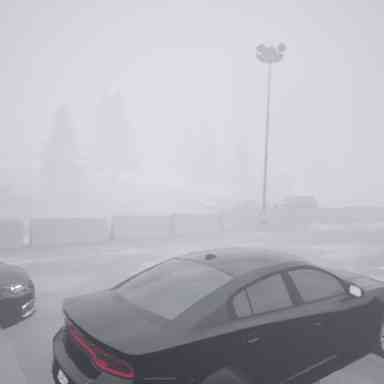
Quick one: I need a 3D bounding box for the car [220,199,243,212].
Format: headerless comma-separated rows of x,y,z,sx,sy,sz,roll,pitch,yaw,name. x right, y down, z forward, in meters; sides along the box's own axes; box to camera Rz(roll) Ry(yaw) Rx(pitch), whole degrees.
6.033,1.614,38.356,4.892,1.490,1.837,0,0,-35,car

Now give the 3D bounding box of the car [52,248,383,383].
0.882,1.505,4.373,5.008,1.535,1.882,1,0,-35,car

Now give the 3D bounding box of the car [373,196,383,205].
37.241,1.558,64.783,4.553,1.767,2.097,0,0,-35,car

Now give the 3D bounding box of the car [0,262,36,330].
-4.860,1.481,4.579,4.902,1.511,2.128,1,0,-35,car

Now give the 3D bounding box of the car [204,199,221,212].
3.791,1.587,41.055,5.008,1.535,1.882,0,0,-35,car

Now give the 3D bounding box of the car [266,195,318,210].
10.054,1.328,32.631,5.566,2.045,2.150,0,0,-35,car

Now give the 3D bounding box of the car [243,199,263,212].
7.907,1.672,35.395,4.181,1.385,1.994,0,0,-35,car
